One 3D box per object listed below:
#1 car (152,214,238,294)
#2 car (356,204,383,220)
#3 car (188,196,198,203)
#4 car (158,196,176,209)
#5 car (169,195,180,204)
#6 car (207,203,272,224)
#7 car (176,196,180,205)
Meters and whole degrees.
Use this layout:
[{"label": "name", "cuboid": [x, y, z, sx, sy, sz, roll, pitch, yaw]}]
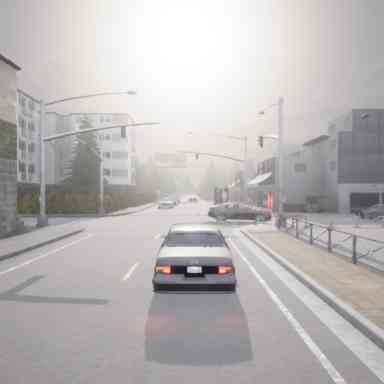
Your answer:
[{"label": "car", "cuboid": [0.072, 1.546, 8.922, 2.033, 1.411, 5.357, 0, 0, 1]}, {"label": "car", "cuboid": [16.756, 1.736, 29.296, 4.181, 1.385, 1.994, 0, 0, 0]}, {"label": "car", "cuboid": [0.197, 1.516, 68.808, 1.812, 1.442, 4.674, 0, 0, 0]}, {"label": "car", "cuboid": [-3.534, 1.519, 45.830, 1.812, 1.442, 4.674, 0, 0, 0]}, {"label": "car", "cuboid": [-3.440, 1.468, 65.975, 1.882, 1.535, 5.008, 0, 0, 0]}, {"label": "car", "cuboid": [3.622, 1.589, 25.592, 4.902, 1.511, 2.128, 1, 0, 0]}, {"label": "car", "cuboid": [-3.508, 1.497, 55.834, 1.837, 1.490, 4.892, 0, 0, 0]}]
